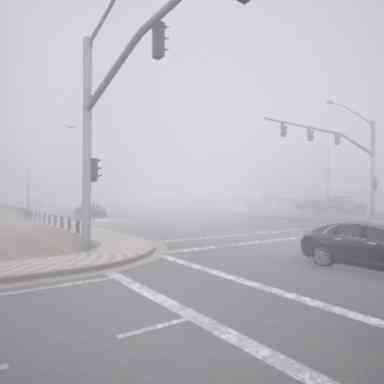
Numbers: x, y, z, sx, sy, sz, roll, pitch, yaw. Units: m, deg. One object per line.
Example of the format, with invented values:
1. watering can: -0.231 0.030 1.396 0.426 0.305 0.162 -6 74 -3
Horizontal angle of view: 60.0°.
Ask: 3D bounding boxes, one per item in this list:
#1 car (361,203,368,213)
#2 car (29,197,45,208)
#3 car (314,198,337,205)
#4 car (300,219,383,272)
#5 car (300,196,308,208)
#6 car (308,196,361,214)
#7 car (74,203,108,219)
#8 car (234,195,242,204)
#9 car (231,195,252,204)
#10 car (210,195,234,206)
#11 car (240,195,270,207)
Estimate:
1. car: 18.214 1.473 38.764 1.905 1.878 3.866 1 0 -35
2. car: -23.485 1.550 49.908 1.837 1.490 4.892 1 0 -36
3. car: 26.441 1.873 66.049 1.784 1.438 3.905 1 0 -35
4. car: 5.566 1.618 9.696 1.837 1.490 4.892 0 0 -38
5. car: 24.043 1.638 64.426 1.932 1.855 4.605 1 0 -35
6. car: 15.822 1.446 37.134 1.932 1.855 4.605 1 0 -35
7. car: -9.084 1.652 29.757 1.994 1.385 4.181 1 0 -36
8. car: 8.640 1.780 71.904 1.784 1.438 3.905 1 0 -35
9. car: 10.801 1.592 73.499 1.932 1.855 4.605 1 0 -35
10. car: 6.279 1.787 70.230 1.970 1.475 3.806 1 0 -35
11. car: 10.312 1.737 54.575 1.970 1.475 3.806 1 0 -35
